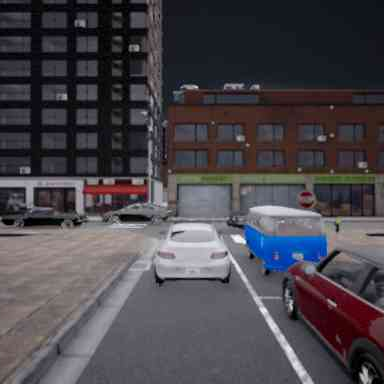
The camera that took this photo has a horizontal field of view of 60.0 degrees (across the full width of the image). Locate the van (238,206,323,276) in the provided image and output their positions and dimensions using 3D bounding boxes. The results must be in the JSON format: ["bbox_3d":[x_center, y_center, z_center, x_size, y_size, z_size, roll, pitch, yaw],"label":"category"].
[{"bbox_3d":[2.636,1.367,10.145,1.690,1.788,3.998,0,0,0],"label":"van"}]

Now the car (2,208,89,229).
[{"bbox_3d":[-8.925,1.630,20.615,4.718,1.301,1.895,0,0,0],"label":"car"}]

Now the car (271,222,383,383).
[{"bbox_3d":[2.640,1.452,4.670,1.967,1.590,4.097,0,0,0],"label":"car"}]

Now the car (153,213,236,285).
[{"bbox_3d":[0.003,1.550,9.482,1.812,1.442,4.674,0,0,0],"label":"car"}]

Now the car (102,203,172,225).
[{"bbox_3d":[-3.827,1.543,23.564,4.902,1.511,2.128,0,0,0],"label":"car"}]

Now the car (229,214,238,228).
[{"bbox_3d":[4.727,1.569,19.694,5.357,1.411,2.033,0,0,-22],"label":"car"}]
